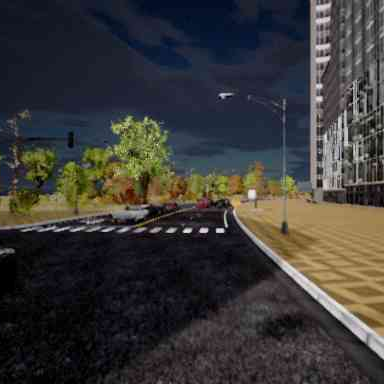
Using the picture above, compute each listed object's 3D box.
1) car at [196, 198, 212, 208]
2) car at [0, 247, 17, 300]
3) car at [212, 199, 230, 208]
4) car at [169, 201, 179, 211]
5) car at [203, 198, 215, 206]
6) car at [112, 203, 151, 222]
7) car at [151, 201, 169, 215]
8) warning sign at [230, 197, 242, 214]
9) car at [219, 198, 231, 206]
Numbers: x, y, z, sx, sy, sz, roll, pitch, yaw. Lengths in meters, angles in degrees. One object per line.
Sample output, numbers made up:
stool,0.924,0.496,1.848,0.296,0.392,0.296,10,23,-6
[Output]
car,1.983,1.914,59.901,2.097,1.767,4.553,0,-1,10
car,-4.498,1.542,6.053,2.128,1.511,4.902,1,-1,-19
car,5.136,2.036,58.958,1.882,1.535,5.008,0,-1,10
car,-3.105,2.015,48.988,1.994,1.385,4.181,0,-1,8
car,3.605,2.132,69.356,1.882,1.535,5.008,0,-1,12
car,-5.313,1.863,29.101,1.895,1.301,4.718,0,-1,7
car,-4.356,1.956,39.000,1.895,1.301,4.718,0,-1,6
warning sign,4.887,1.466,37.044,1.300,1.860,1.060,0,0,6
car,6.903,2.138,69.285,1.882,1.535,5.008,0,-1,12
